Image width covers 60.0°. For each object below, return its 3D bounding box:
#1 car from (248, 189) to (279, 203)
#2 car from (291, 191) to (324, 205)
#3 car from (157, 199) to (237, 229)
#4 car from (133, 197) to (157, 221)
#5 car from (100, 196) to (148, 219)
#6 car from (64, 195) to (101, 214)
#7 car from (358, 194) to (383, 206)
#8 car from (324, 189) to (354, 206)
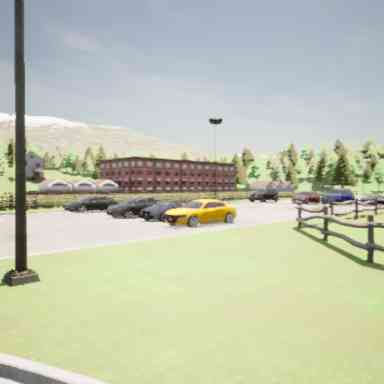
[{"bbox_3d":[10.595,0.510,48.843,5.566,2.045,2.150,0,1,-43],"label":"car"},{"bbox_3d":[14.704,0.714,43.095,4.553,1.767,2.097,-1,1,-43],"label":"car"},{"bbox_3d":[0.608,1.191,19.785,5.008,1.535,1.882,-1,1,-44],"label":"car"},{"bbox_3d":[-1.510,1.240,22.607,4.181,1.385,1.994,-1,1,-44],"label":"car"},{"bbox_3d":[-4.045,1.149,25.023,4.892,1.490,1.837,-1,1,-44],"label":"car"},{"bbox_3d":[-8.975,1.085,29.992,4.892,1.490,1.837,-1,1,-44],"label":"car"},{"bbox_3d":[21.813,0.944,40.188,5.357,1.411,2.033,-1,1,-43],"label":"car"},{"bbox_3d":[18.332,0.603,41.709,5.566,2.045,2.150,0,1,-43],"label":"car"}]
